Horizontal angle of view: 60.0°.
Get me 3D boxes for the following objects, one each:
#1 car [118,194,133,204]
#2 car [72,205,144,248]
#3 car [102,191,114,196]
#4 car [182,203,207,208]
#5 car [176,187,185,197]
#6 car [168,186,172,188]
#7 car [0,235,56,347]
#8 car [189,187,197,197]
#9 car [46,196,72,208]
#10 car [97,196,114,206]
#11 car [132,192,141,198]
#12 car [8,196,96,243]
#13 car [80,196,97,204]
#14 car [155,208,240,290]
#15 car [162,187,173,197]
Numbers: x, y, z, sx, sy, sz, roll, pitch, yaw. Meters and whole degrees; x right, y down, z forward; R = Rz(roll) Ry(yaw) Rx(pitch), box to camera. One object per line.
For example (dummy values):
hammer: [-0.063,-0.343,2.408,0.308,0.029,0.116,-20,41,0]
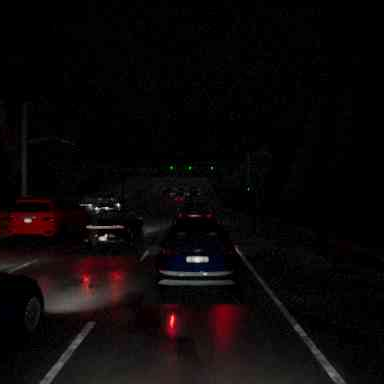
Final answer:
car: [-13.798,1.584,67.841,1.812,1.442,4.674,0,2,0]
car: [-3.359,1.553,14.997,2.128,1.511,4.902,0,0,0]
car: [-20.687,0.581,82.027,1.882,1.535,5.008,0,5,0]
car: [0.157,1.432,20.108,2.097,1.767,4.553,0,0,0]
car: [-3.163,0.316,84.824,1.812,1.442,4.674,0,7,0]
car: [-6.577,-0.916,94.914,1.895,1.301,4.718,0,7,0]
car: [-3.392,1.540,3.639,1.812,1.442,4.674,0,0,0]
car: [0.341,0.303,85.212,1.994,1.385,4.181,0,7,0]
car: [-20.989,1.563,52.634,2.097,1.767,4.553,0,0,2]
car: [-13.930,1.734,53.627,1.812,1.442,4.674,0,0,0]
car: [-13.695,0.734,81.130,2.033,1.411,5.357,0,5,0]
car: [-6.862,1.292,16.748,2.150,2.045,5.566,0,0,2]
car: [-20.803,1.617,66.930,1.812,1.442,4.674,0,2,0]
car: [0.124,1.469,9.212,2.033,1.649,4.856,0,0,0]
car: [-6.666,0.372,84.442,2.033,1.411,5.357,0,7,0]
